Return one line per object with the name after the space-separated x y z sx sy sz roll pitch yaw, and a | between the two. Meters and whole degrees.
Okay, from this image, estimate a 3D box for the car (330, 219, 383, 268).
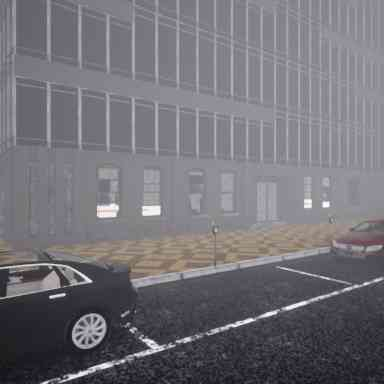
6.367 1.582 11.121 4.206 1.307 1.802 0 0 -36 | car

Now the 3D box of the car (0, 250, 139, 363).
-2.891 1.551 4.497 4.403 1.369 2.008 0 0 -36 | car
